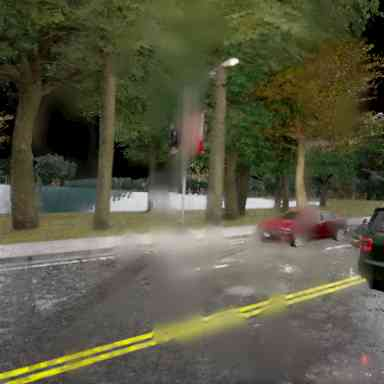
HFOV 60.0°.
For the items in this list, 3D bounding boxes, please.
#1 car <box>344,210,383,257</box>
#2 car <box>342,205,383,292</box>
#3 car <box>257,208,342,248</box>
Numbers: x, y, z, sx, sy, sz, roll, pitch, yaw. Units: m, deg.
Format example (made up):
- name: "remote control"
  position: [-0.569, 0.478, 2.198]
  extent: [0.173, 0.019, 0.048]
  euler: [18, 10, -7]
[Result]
- name: "car"
  position: [8.532, 1.575, 13.788]
  extent: [4.892, 1.490, 1.837]
  euler: [0, 0, -36]
- name: "car"
  position: [6.153, 1.263, 7.843]
  extent: [5.566, 2.045, 2.150]
  euler: [0, 0, -36]
- name: "car"
  position: [5.169, 1.540, 15.378]
  extent: [5.008, 1.535, 1.882]
  euler: [0, 0, -36]
